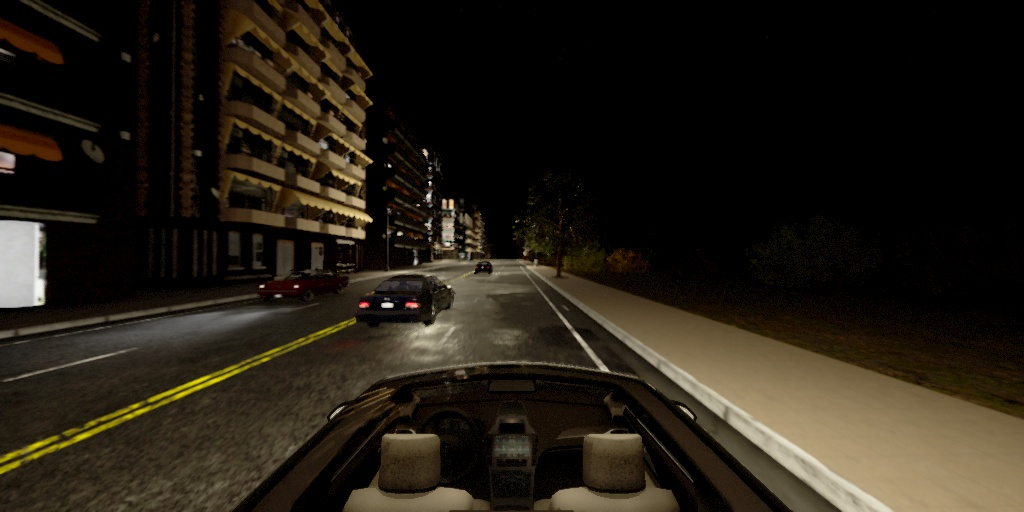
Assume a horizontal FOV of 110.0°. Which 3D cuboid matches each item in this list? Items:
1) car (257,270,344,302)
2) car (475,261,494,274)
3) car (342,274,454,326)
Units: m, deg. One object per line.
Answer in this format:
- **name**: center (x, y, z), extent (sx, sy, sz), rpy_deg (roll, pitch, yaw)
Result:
- **car**: center (-9.753, 1.357, 17.162), extent (1.895, 1.301, 4.718), rpy_deg (0, 0, 0)
- **car**: center (-3.158, 1.297, 40.965), extent (2.033, 1.411, 5.357), rpy_deg (0, 0, 0)
- **car**: center (-3.151, 1.297, 11.573), extent (2.033, 1.411, 5.357), rpy_deg (0, 0, 0)
